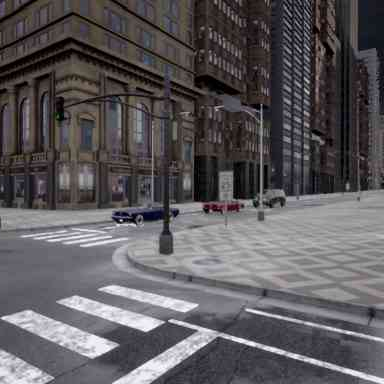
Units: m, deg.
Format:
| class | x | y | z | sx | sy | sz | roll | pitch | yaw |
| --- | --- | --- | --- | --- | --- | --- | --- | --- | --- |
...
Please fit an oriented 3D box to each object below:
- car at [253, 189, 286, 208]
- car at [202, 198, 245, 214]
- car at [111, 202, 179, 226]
| class | x | y | z | sx | sy | sz | roll | pitch | yaw |
| --- | --- | --- | --- | --- | --- | --- | --- | --- | --- |
| car | 8.998 | 0.697 | 38.346 | 2.150 | 2.045 | 5.566 | 0 | 1 | 36 |
| car | 2.859 | 1.217 | 29.739 | 1.895 | 1.301 | 4.718 | 0 | 1 | 35 |
| car | -2.943 | 1.351 | 21.606 | 1.895 | 1.301 | 4.718 | 0 | 1 | 36 |
